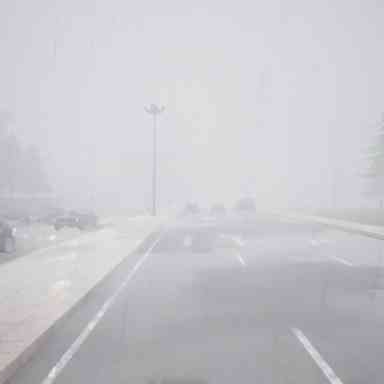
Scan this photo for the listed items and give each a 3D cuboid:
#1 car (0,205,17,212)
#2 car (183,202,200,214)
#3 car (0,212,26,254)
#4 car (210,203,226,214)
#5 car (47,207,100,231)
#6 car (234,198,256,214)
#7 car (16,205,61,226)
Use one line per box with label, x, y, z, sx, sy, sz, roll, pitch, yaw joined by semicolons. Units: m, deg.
car;-15.032;1.803;26.599;2.128;1.511;4.902;0;-1;0
car;-0.054;2.093;43.821;1.837;1.490;4.892;0;0;-1
car;-8.103;1.668;11.711;1.837;1.490;4.892;0;-1;0
car;3.446;2.111;43.849;1.812;1.442;4.674;0;-1;-1
car;-8.060;1.919;23.443;1.895;1.301;4.718;0;-1;0
car;6.946;1.803;43.642;2.150;2.045;5.566;0;-1;-1
car;-11.532;1.801;26.604;2.128;1.511;4.902;0;-1;0
